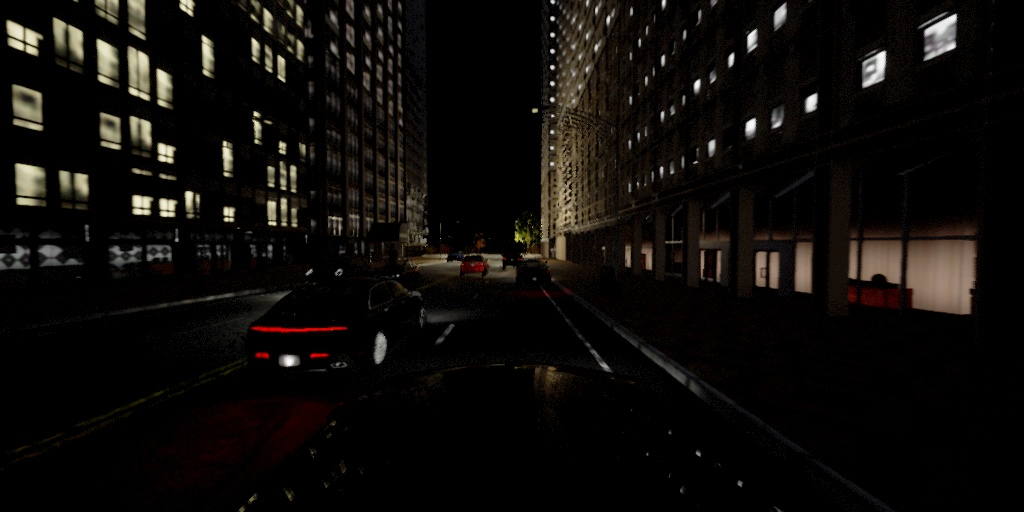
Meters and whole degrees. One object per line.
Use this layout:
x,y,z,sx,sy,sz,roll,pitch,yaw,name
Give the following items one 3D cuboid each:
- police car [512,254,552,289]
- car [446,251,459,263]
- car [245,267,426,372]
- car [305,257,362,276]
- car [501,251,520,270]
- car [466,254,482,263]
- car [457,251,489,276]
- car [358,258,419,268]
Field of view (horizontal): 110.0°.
1.135,0.910,20.683,1.930,1.638,5.238,0,1,0,police car
-9.776,0.126,61.728,2.150,2.045,5.566,0,1,0,car
-3.152,1.177,7.488,1.837,1.490,4.892,0,1,0,car
-9.844,0.837,20.674,2.097,1.767,4.553,0,1,0,car
0.006,0.430,40.211,2.150,2.045,5.566,0,1,0,car
-6.535,0.378,61.914,2.128,1.511,4.902,0,1,1,car
-3.154,0.692,30.788,2.097,1.767,4.553,0,1,0,car
-6.595,0.977,20.580,2.128,1.511,4.902,0,1,0,car
